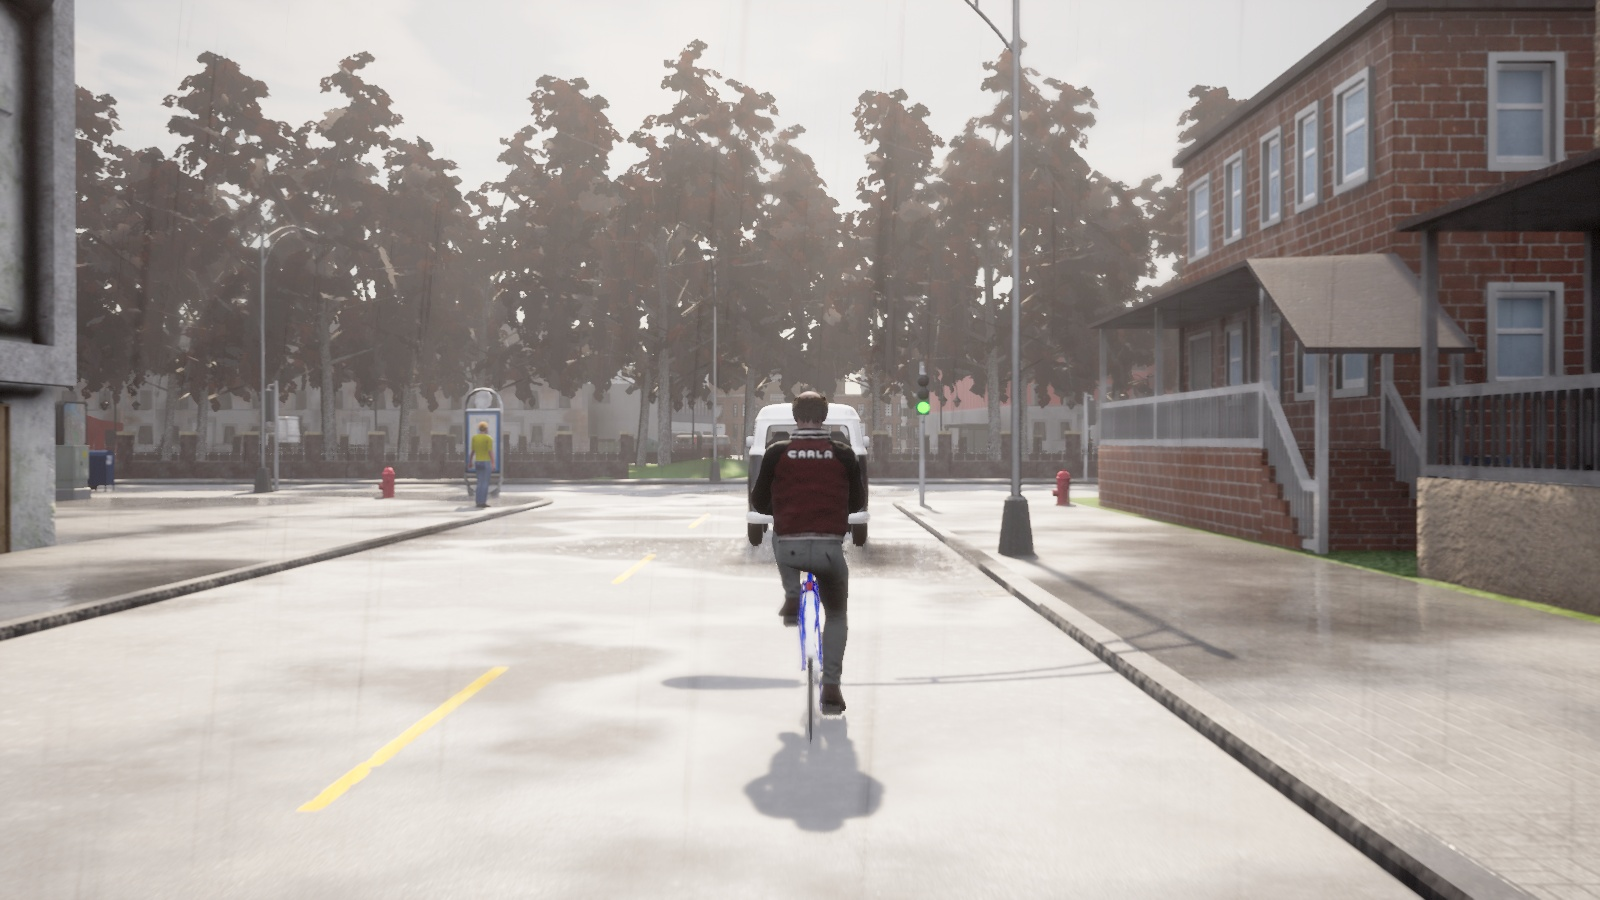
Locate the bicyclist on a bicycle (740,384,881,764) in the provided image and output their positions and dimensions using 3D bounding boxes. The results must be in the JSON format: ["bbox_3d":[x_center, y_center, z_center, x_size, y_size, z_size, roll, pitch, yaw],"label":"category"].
[{"bbox_3d":[0.054,0.573,6.786,0.659,1.776,1.843,0,0,0],"label":"bicyclist on a bicycle"}]

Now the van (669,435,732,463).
[{"bbox_3d":[-7.179,-0.101,90.868,4.442,1.987,1.775,0,0,0],"label":"van"}]

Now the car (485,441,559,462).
[{"bbox_3d":[-20.082,0.092,90.920,4.902,1.511,2.128,0,0,0],"label":"car"}]

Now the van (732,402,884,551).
[{"bbox_3d":[0.123,0.343,19.420,2.069,2.038,4.480,0,0,0],"label":"van"}]

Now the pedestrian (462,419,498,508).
[{"bbox_3d":[-6.752,0.277,26.519,0.354,1.836,0.706,0,0,31],"label":"pedestrian"}]

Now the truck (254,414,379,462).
[{"bbox_3d":[-34.980,-0.859,90.964,7.936,3.462,2.891,0,0,0],"label":"truck"}]
